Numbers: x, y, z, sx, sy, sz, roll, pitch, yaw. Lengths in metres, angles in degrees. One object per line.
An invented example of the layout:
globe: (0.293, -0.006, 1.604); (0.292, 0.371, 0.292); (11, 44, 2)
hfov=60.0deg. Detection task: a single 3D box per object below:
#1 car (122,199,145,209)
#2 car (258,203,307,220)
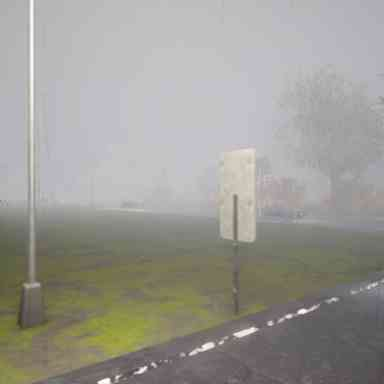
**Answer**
car: (-8.932, 1.749, 50.240); (2.128, 1.511, 4.902); (0, 0, -37)
car: (7.760, 1.641, 28.749); (1.994, 1.385, 4.181); (0, 0, -37)
